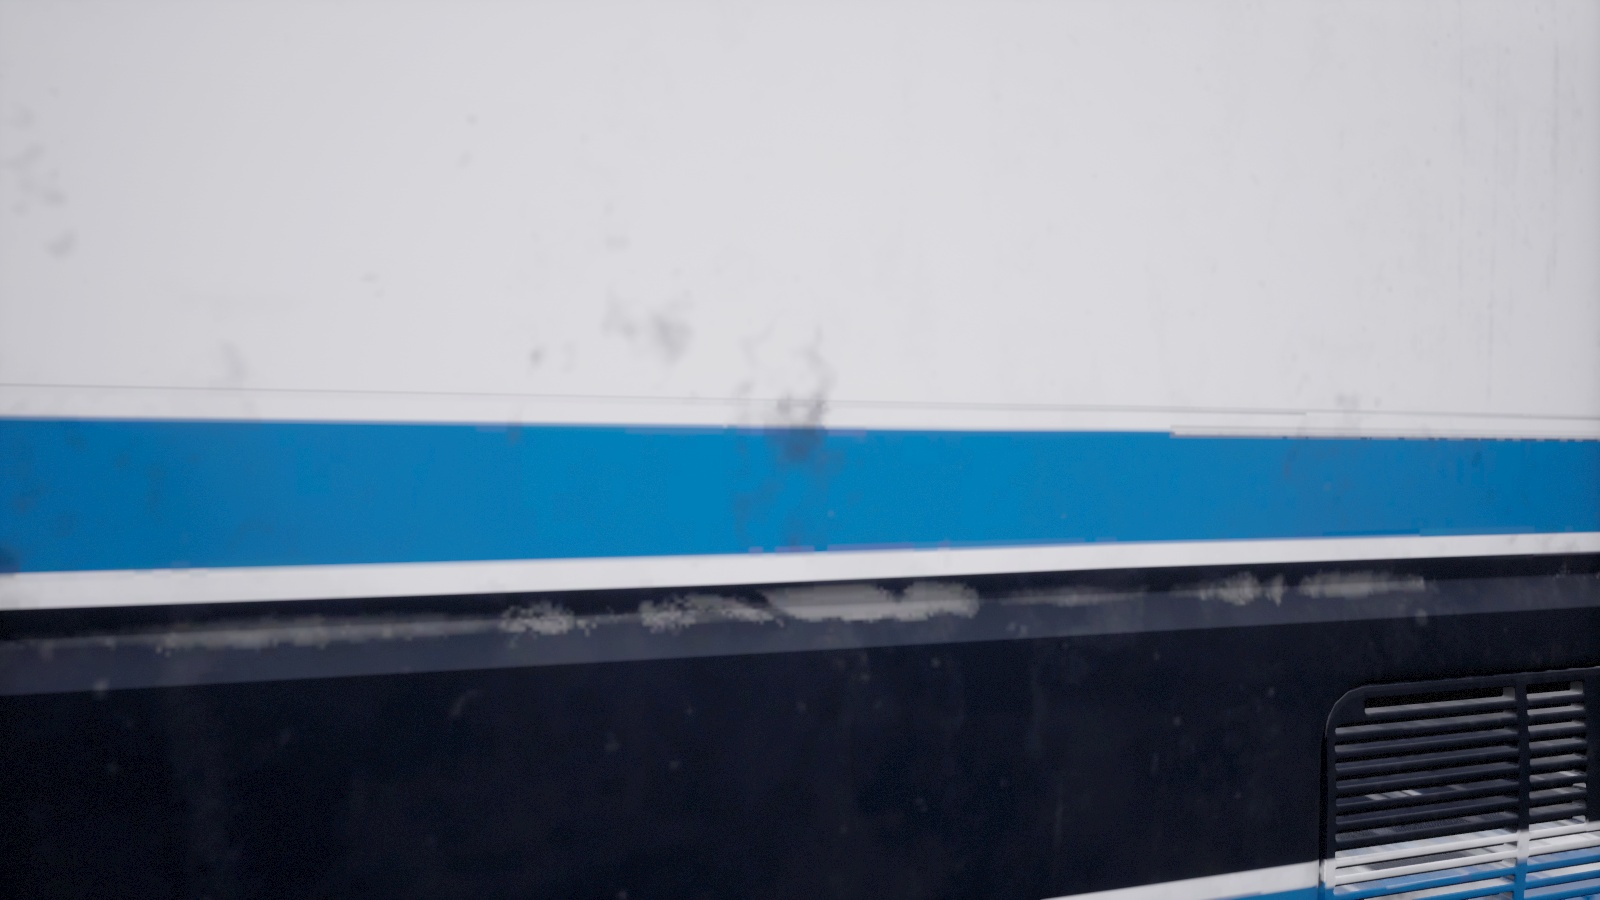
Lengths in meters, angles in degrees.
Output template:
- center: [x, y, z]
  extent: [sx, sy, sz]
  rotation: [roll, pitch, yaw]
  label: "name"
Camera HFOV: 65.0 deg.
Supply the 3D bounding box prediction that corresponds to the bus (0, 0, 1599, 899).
- center: [0.063, -0.632, 3.246]
  extent: [10.273, 4.253, 3.944]
  rotation: [-1, 1, -21]
  label: "bus"
